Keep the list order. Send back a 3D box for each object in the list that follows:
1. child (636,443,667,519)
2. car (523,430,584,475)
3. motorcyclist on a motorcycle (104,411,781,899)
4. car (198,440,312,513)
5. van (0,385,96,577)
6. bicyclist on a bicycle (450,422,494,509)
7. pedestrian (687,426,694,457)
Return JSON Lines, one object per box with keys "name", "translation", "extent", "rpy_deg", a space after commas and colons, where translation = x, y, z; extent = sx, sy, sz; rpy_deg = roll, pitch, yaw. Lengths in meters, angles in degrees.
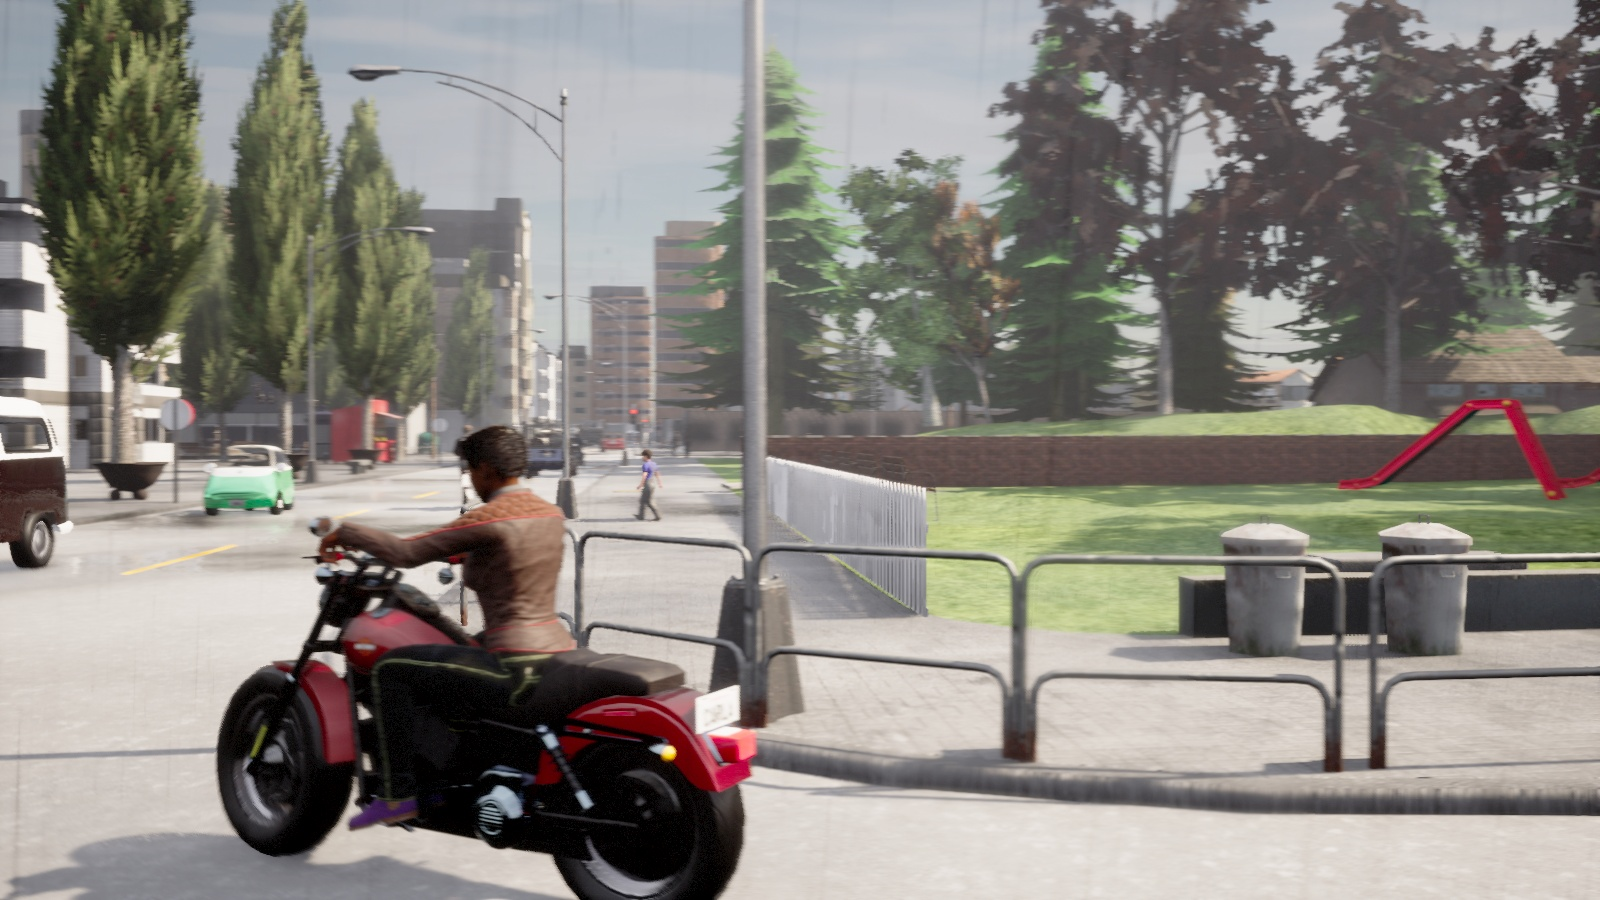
{"name": "child", "translation": [-2.496, 0.521, 21.136], "extent": [0.437, 1.263, 0.270], "rpy_deg": [0, 1, 14]}
{"name": "car", "translation": [-9.072, 0.059, 46.497], "extent": [1.851, 1.617, 3.988], "rpy_deg": [0, 1, -6]}
{"name": "motorcyclist on a motorcycle", "translation": [-1.297, 0.713, 4.384], "extent": [2.350, 1.649, 0.766], "rpy_deg": [0, -1, 27]}
{"name": "car", "translation": [-10.813, 0.495, 25.028], "extent": [1.481, 1.376, 2.207], "rpy_deg": [0, 0, -6]}
{"name": "van", "translation": [-9.556, 0.327, 13.310], "extent": [2.069, 2.038, 4.480], "rpy_deg": [0, 1, -6]}
{"name": "bicyclist on a bicycle", "translation": [-6.974, 0.306, 26.764], "extent": [0.659, 1.776, 1.843], "rpy_deg": [0, 1, -6]}
{"name": "pedestrian", "translation": [-6.474, -0.491, 74.390], "extent": [0.328, 1.805, 0.869], "rpy_deg": [0, 1, -2]}
